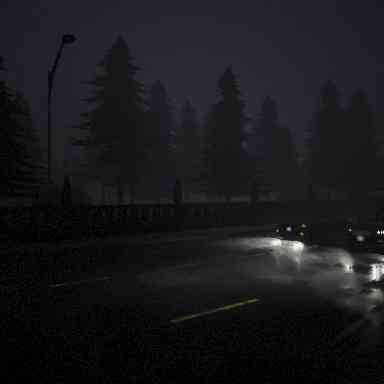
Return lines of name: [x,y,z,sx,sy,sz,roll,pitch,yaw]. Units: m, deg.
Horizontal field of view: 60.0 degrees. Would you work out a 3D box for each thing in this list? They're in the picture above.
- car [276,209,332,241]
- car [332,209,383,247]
car: [6.193,1.564,16.734,4.181,1.385,1.994,0,0,-34]
car: [8.424,1.490,14.020,4.902,1.511,2.128,0,0,-34]
